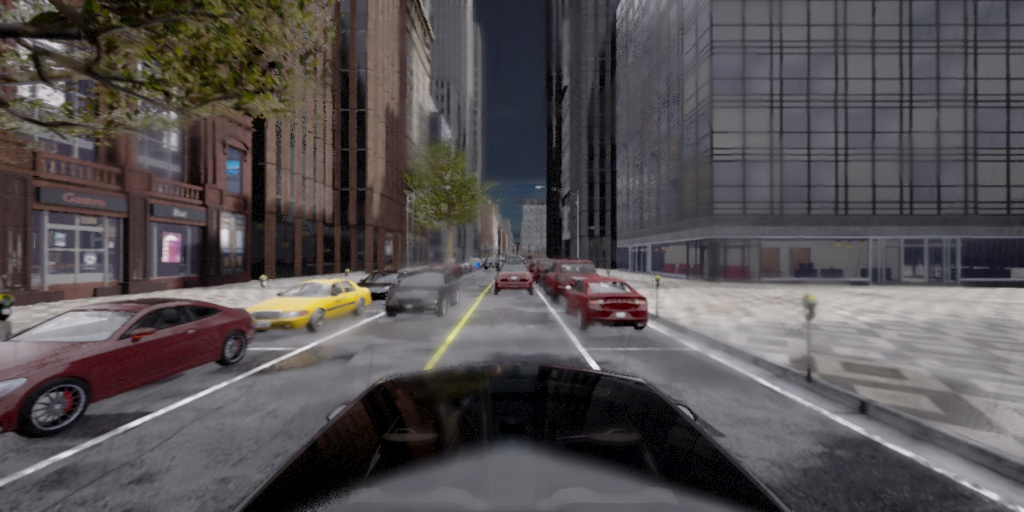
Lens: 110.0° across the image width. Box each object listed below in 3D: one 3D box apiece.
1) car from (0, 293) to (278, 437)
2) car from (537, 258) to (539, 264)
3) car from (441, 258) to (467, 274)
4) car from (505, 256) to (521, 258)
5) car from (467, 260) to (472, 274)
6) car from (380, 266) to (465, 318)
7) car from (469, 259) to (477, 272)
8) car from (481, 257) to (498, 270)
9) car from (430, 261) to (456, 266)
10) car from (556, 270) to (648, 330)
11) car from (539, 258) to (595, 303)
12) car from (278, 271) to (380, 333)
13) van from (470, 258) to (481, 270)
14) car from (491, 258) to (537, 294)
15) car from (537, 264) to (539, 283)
[{"bbox_3d":[-5.857,1.338,5.400,1.802,1.307,4.207,0,0,0],"label":"car"},{"bbox_3d":[2.674,1.119,27.947,2.192,1.841,5.009,0,0,0],"label":"car"},{"bbox_3d":[-5.850,1.132,33.597,2.192,1.841,5.009,0,0,0],"label":"car"},{"bbox_3d":[0.110,1.051,37.339,2.150,2.045,5.566,0,0,0],"label":"car"},{"bbox_3d":[-5.848,1.397,39.237,1.948,1.339,4.313,0,0,0],"label":"car"},{"bbox_3d":[-3.098,1.276,13.230,1.837,1.490,4.892,0,0,0],"label":"car"},{"bbox_3d":[-5.847,1.429,44.875,1.802,1.307,4.207,0,0,0],"label":"car"},{"bbox_3d":[-3.053,1.105,54.571,2.150,2.045,5.566,0,0,0],"label":"car"},{"bbox_3d":[-5.851,1.349,27.957,1.888,1.381,4.507,0,0,0],"label":"car"},{"bbox_3d":[2.670,1.311,11.031,1.888,1.381,4.507,0,0,0],"label":"car"},{"bbox_3d":[2.671,1.093,16.670,2.192,1.841,5.009,0,0,0],"label":"car"},{"bbox_3d":[-5.855,1.292,10.869,1.751,1.417,4.829,0,0,0],"label":"car"},{"bbox_3d":[-5.844,1.232,56.153,1.690,1.789,3.998,0,0,0],"label":"van"},{"bbox_3d":[0.104,1.139,20.548,2.097,1.767,4.553,0,0,0],"label":"car"},{"bbox_3d":[2.673,1.357,22.308,1.948,1.339,4.313,0,0,0],"label":"car"}]
